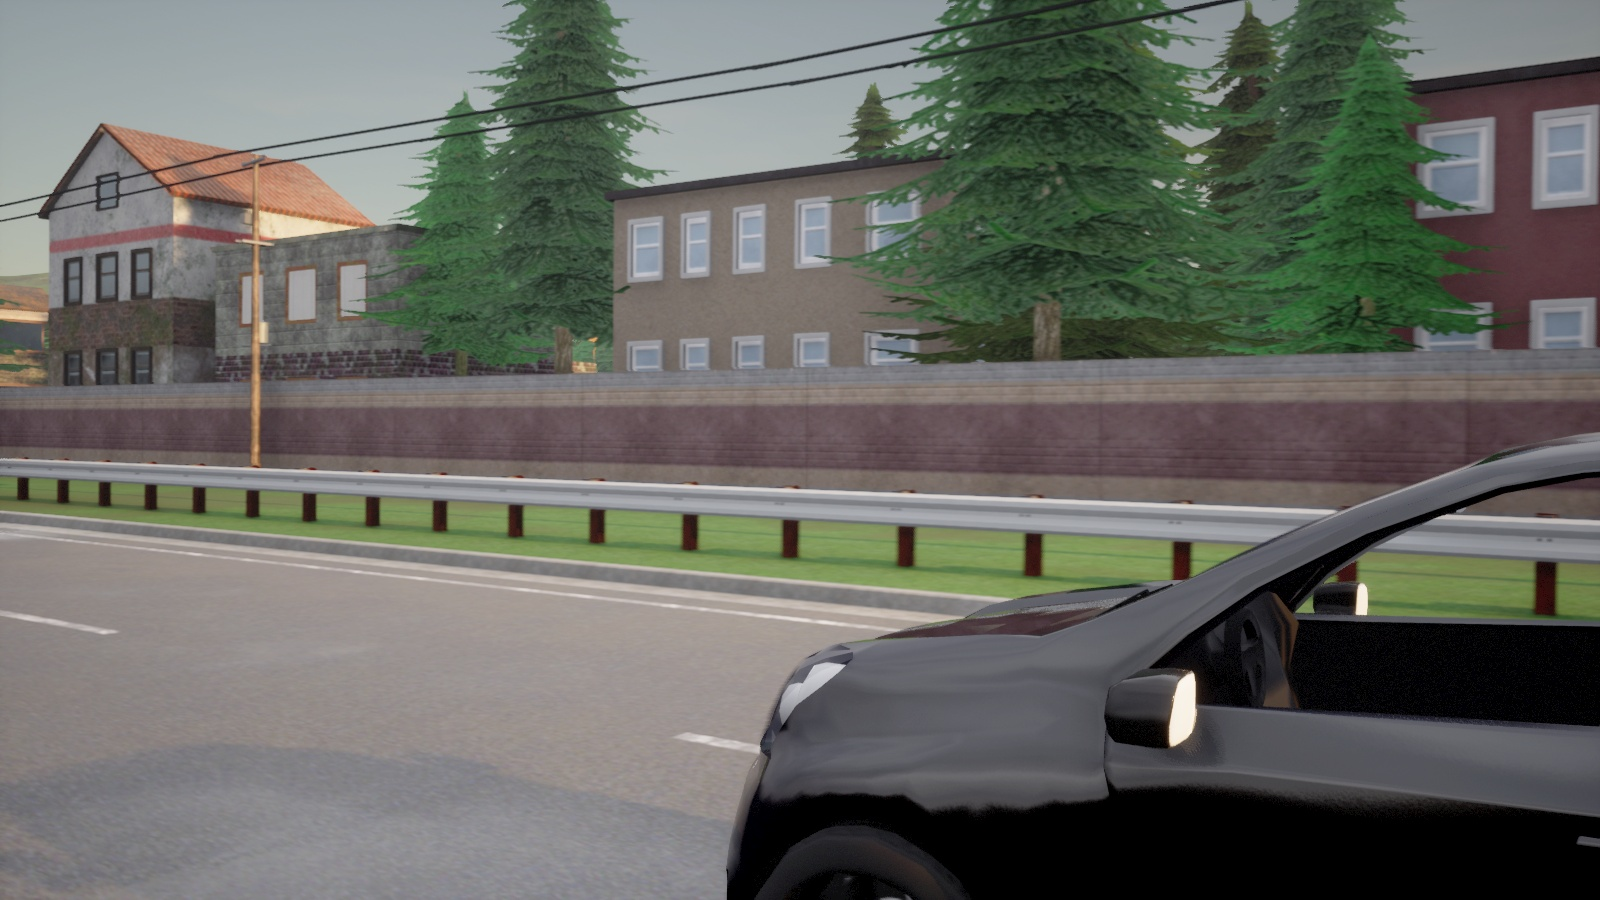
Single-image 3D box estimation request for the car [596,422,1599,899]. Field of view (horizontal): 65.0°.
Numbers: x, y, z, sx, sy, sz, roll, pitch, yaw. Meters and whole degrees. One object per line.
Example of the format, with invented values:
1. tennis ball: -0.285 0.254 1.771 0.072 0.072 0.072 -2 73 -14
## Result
1. car: 1.574 0.696 2.578 3.633 1.501 1.845 0 1 34
